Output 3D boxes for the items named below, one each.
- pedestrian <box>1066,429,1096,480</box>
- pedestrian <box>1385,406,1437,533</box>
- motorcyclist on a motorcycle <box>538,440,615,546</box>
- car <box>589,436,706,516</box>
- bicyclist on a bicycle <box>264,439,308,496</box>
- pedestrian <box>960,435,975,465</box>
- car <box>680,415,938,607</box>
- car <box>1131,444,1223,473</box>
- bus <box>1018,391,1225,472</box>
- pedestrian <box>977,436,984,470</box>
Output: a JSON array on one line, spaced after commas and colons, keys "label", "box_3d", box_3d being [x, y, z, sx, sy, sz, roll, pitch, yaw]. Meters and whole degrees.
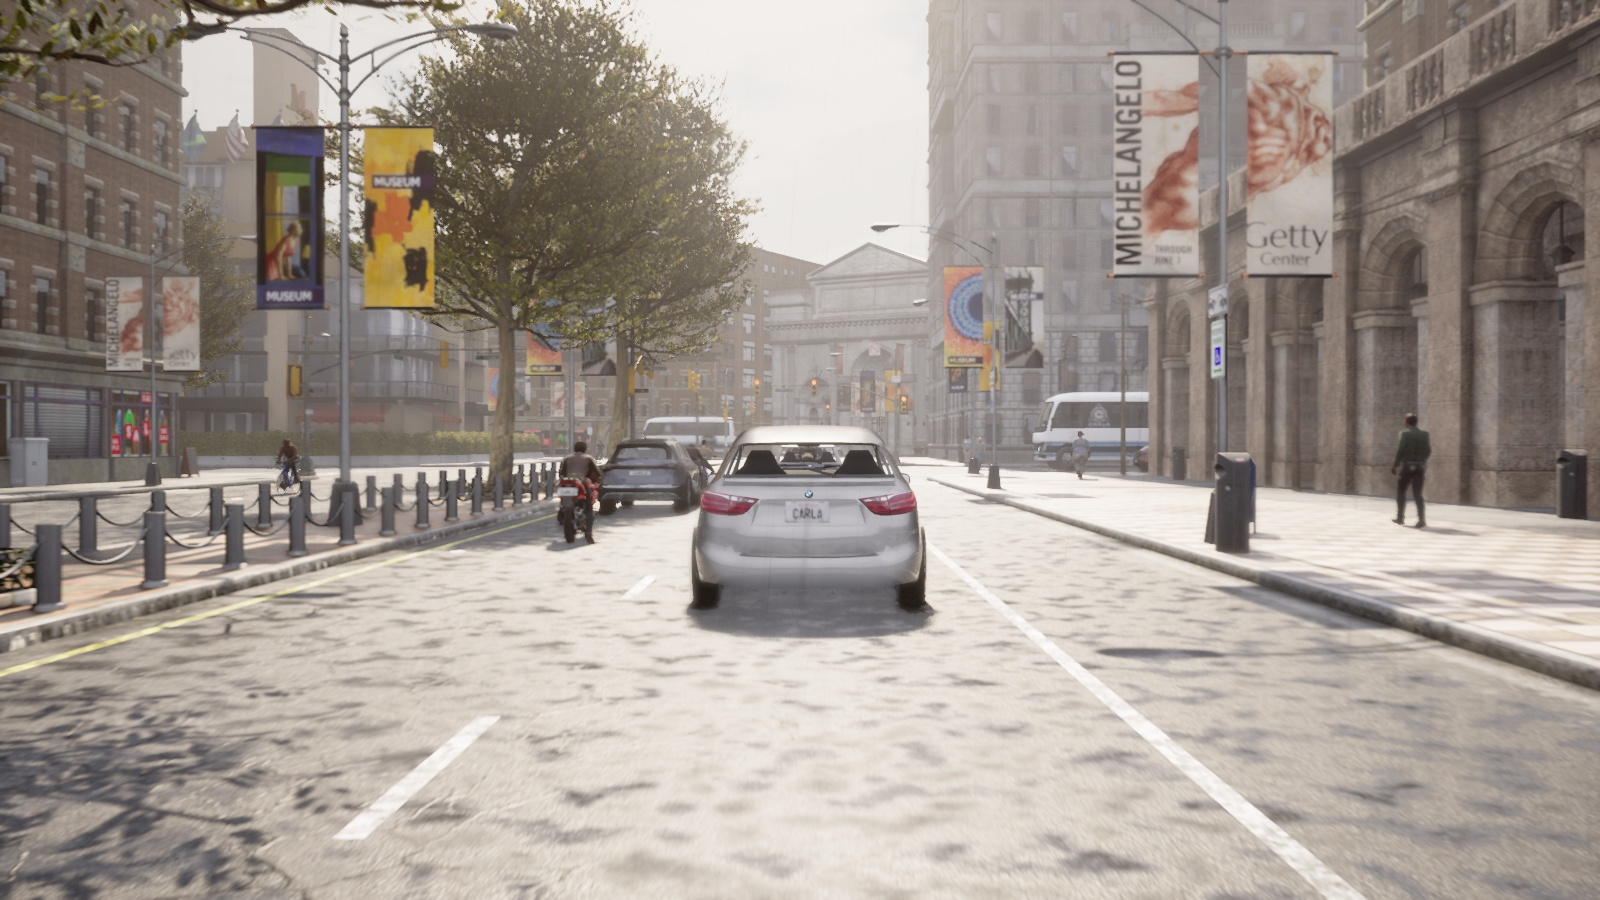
[{"label": "pedestrian", "box_3d": [10.270, 0.153, 45.902, 0.874, 1.855, 0.900, 0, 0, 0]}, {"label": "pedestrian", "box_3d": [9.591, 0.300, 19.717, 0.423, 1.949, 0.788, 0, 0, 0]}, {"label": "motorcyclist on a motorcycle", "box_3d": [-3.376, 0.618, 19.106, 0.797, 1.523, 2.044, 0, 0, 0]}, {"label": "car", "box_3d": [-3.323, 0.516, 28.358, 2.033, 1.649, 4.856, 0, 1, 0]}, {"label": "bicyclist on a bicycle", "box_3d": [-14.780, 0.484, 36.124, 0.582, 1.620, 1.656, 0, 1, 0]}, {"label": "pedestrian", "box_3d": [10.438, -0.030, 78.377, 0.874, 1.855, 0.900, 0, 0, 6]}, {"label": "car", "box_3d": [0.090, 0.516, 13.200, 2.242, 1.667, 4.611, 0, 0, 0]}, {"label": "car", "box_3d": [19.475, 0.410, 64.938, 4.193, 1.474, 1.816, 0, 0, 0]}, {"label": "bus", "box_3d": [17.339, -1.002, 68.431, 10.273, 4.253, 3.944, 0, 0, 0]}, {"label": "pedestrian", "box_3d": [9.847, 0.153, 68.563, 0.354, 1.836, 0.706, 0, 0, 8]}]
